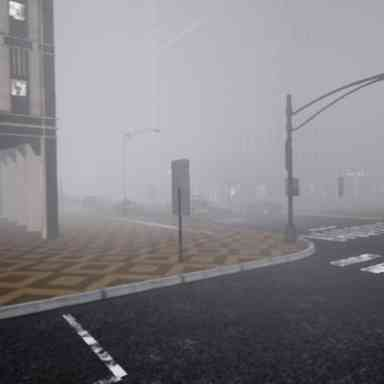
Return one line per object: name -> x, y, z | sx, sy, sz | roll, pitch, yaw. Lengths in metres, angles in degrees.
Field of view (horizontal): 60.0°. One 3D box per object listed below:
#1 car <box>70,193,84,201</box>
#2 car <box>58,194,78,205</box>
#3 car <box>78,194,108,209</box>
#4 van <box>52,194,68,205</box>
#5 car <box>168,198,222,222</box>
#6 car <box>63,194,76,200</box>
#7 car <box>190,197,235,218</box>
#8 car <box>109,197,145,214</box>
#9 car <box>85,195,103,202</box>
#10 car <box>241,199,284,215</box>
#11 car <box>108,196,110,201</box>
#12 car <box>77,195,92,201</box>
car -> -26.155, 1.099, 75.527 | 1.967, 1.590, 4.097 | -1, 1, -36
car -> -19.601, 1.308, 52.873 | 1.967, 1.590, 4.097 | -1, 1, -36
car -> -13.122, 1.326, 43.842 | 1.967, 1.590, 4.097 | -1, 1, -36
van -> -22.841, 1.200, 57.387 | 1.690, 1.788, 3.998 | -1, 1, -36
car -> -0.170, 1.449, 25.569 | 1.752, 1.417, 4.829 | -1, 1, -36
car -> -29.492, 1.174, 80.181 | 1.752, 1.417, 4.829 | -1, 1, -36
car -> 1.215, 1.411, 28.256 | 2.033, 1.411, 5.357 | -2, 1, -36
car -> -6.592, 1.430, 34.642 | 1.752, 1.417, 4.829 | -1, 1, -36
car -> -19.675, 1.228, 66.497 | 2.008, 1.369, 4.403 | -1, 1, -36
car -> 6.343, 1.295, 30.450 | 2.008, 1.369, 4.403 | -1, 1, -36
car -> -16.436, 1.231, 61.982 | 1.887, 1.381, 4.507 | -1, 1, -36
car -> -22.914, 1.250, 71.013 | 1.802, 1.307, 4.206 | -1, 1, -36
